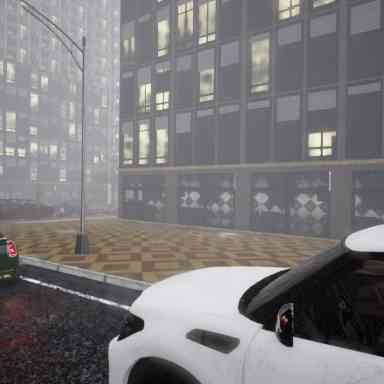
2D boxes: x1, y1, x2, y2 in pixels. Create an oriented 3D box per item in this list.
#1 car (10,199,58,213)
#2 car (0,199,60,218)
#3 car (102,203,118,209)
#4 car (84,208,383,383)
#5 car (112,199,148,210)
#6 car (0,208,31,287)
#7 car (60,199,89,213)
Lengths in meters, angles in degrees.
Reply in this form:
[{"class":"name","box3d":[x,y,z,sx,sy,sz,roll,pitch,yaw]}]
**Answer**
[{"class":"car","box3d":[-18.682,1.642,39.576,1.752,1.417,4.829,1,0,36]},{"class":"car","box3d":[-15.170,1.519,30.206,2.192,1.841,5.009,1,0,36]},{"class":"car","box3d":[-8.386,1.830,39.428,1.752,1.417,4.829,1,0,36]},{"class":"car","box3d":[1.864,1.222,2.353,5.566,2.045,2.150,0,0,36]},{"class":"car","box3d":[-8.966,1.762,48.382,2.128,1.511,4.902,1,0,36]},{"class":"car","box3d":[-6.211,1.348,8.089,4.553,1.767,2.097,0,0,35]},{"class":"car","box3d":[-14.900,1.689,40.329,1.837,1.490,4.892,1,0,37]}]
